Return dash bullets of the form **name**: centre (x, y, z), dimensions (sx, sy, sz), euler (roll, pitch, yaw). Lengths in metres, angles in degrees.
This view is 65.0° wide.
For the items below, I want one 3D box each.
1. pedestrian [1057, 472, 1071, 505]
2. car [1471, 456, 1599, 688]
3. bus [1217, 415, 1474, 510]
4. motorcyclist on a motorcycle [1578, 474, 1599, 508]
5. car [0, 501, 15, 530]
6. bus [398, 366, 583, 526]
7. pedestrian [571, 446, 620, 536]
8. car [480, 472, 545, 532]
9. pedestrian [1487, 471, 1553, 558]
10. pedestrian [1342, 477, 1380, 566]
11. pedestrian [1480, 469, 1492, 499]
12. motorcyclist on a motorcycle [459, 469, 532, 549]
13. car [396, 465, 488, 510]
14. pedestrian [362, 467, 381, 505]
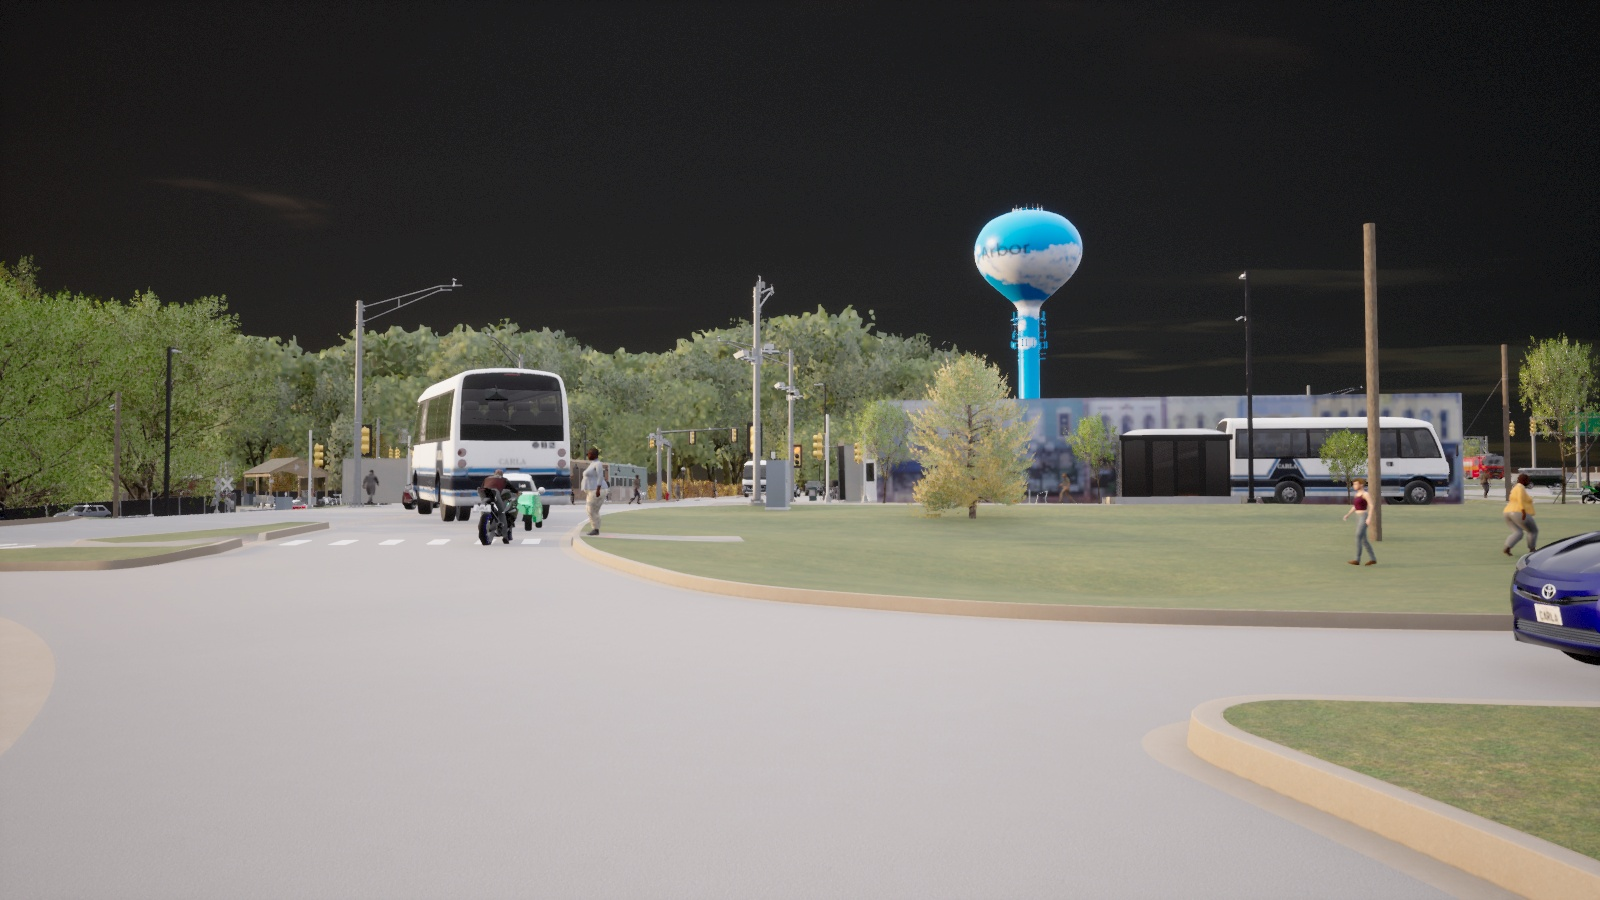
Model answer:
- **pedestrian**: centre (14.658, 2.127, 69.654), dimensions (0.694, 1.848, 0.540), euler (0, -3, 8)
- **car**: centre (7.531, 0.823, 8.827), dimensions (4.514, 1.525, 2.007), euler (0, -2, 2)
- **bus**: centre (25.254, 0.647, 58.806), dimensions (10.273, 4.253, 3.944), euler (0, -3, 8)
- **motorcyclist on a motorcycle**: centre (36.380, 1.852, 56.629), dimensions (2.044, 1.523, 0.797), euler (-2, -3, 21)
- **car**: centre (-52.343, 4.215, 79.887), dimensions (1.905, 1.878, 3.866), euler (-1, -1, 14)
- **bus**: centre (-9.869, -0.054, 38.898), dimensions (3.944, 4.253, 10.273), euler (0, -1, -23)
- **pedestrian**: centre (-4.337, 0.867, 26.578), dimensions (0.900, 1.855, 0.874), euler (1, -3, -17)
- **car**: centre (-7.037, 1.252, 30.900), dimensions (1.481, 1.376, 2.207), euler (0, -1, -11)
- **pedestrian**: centre (15.586, 1.396, 27.201), dimensions (0.900, 1.855, 0.874), euler (0, -3, 4)
- **pedestrian**: centre (11.657, 1.489, 26.089), dimensions (0.594, 1.836, 0.345), euler (0, -3, 2)
- **pedestrian**: centre (41.066, 2.056, 75.157), dimensions (0.328, 1.805, 0.869), euler (0, -3, 8)
- **motorcyclist on a motorcycle**: centre (-6.115, 1.153, 25.371), dimensions (0.866, 1.530, 2.191), euler (0, -1, 2)
- **car**: centre (-13.709, 1.435, 48.391), dimensions (2.033, 1.649, 4.856), euler (0, -2, 2)
- **pedestrian**: centre (-21.798, 1.836, 63.886), dimensions (0.659, 1.952, 0.873), euler (0, -3, -1)
